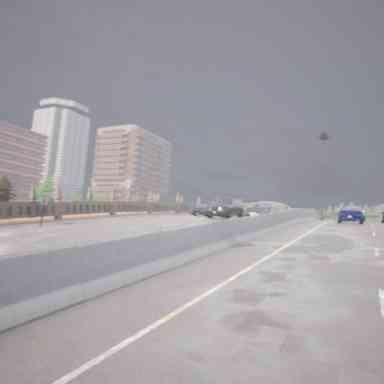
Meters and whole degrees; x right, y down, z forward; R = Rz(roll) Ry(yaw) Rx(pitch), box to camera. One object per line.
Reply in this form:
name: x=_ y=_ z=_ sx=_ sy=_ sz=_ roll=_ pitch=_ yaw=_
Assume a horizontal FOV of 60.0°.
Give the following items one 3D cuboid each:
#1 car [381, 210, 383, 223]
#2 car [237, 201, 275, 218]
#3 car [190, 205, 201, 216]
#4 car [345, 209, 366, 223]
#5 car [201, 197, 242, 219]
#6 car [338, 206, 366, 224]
car: x=19.490 y=2.156 z=32.081 sx=2.097 sy=1.767 sz=4.553 roll=0 pitch=-4 yaw=28
car: x=6.128 y=1.811 z=29.737 sx=2.128 sy=1.511 sz=4.902 roll=0 pitch=-2 yaw=28
car: x=1.761 y=1.978 z=36.428 sx=2.033 sy=1.411 sz=5.357 roll=0 pitch=-3 yaw=28
car: x=19.046 y=2.795 z=38.718 sx=1.994 sy=1.385 sz=4.181 roll=0 pitch=-5 yaw=29
car: x=3.285 y=1.535 z=31.846 sx=2.150 sy=2.045 sz=5.566 roll=0 pitch=-2 yaw=28
car: x=13.951 y=1.969 z=29.122 sx=1.882 sy=1.535 sz=5.008 roll=0 pitch=-2 yaw=28
